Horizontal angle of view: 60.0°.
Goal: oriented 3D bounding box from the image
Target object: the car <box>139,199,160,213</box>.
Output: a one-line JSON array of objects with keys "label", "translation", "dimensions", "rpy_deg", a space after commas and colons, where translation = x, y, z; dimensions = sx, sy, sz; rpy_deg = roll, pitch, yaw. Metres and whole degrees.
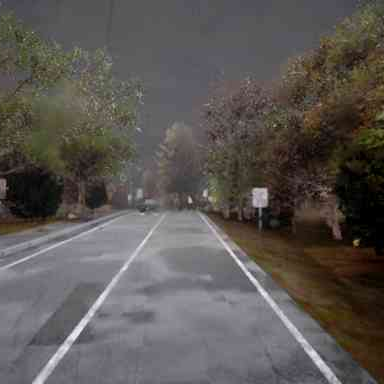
[{"label": "car", "translation": [-4.613, 1.532, 36.605], "dimensions": [1.837, 1.490, 4.892], "rpy_deg": [0, -1, -1]}]
